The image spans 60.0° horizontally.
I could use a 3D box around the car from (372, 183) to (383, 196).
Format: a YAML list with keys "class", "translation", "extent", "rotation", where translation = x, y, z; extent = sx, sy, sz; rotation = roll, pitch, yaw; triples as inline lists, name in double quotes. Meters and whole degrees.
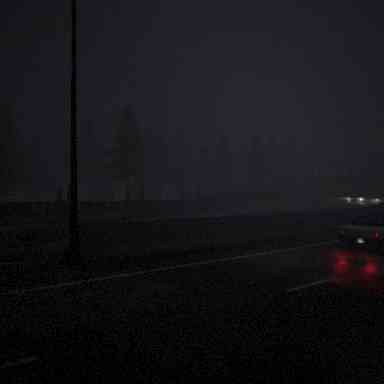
- class: "car"
  translation: [22.630, -0.472, 37.078]
  extent: [5.008, 1.535, 1.882]
  rotation: [-9, 5, -35]

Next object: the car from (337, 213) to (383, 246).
- class: "car"
  translation: [8.280, 1.550, 14.076]
  extent: [4.718, 1.301, 1.895]
  rotation: [-2, 1, -35]

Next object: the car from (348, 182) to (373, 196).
- class: "car"
  translation: [20.619, -0.419, 39.943]
  extent: [4.674, 1.442, 1.812]
  rotation: [-9, 5, -35]
